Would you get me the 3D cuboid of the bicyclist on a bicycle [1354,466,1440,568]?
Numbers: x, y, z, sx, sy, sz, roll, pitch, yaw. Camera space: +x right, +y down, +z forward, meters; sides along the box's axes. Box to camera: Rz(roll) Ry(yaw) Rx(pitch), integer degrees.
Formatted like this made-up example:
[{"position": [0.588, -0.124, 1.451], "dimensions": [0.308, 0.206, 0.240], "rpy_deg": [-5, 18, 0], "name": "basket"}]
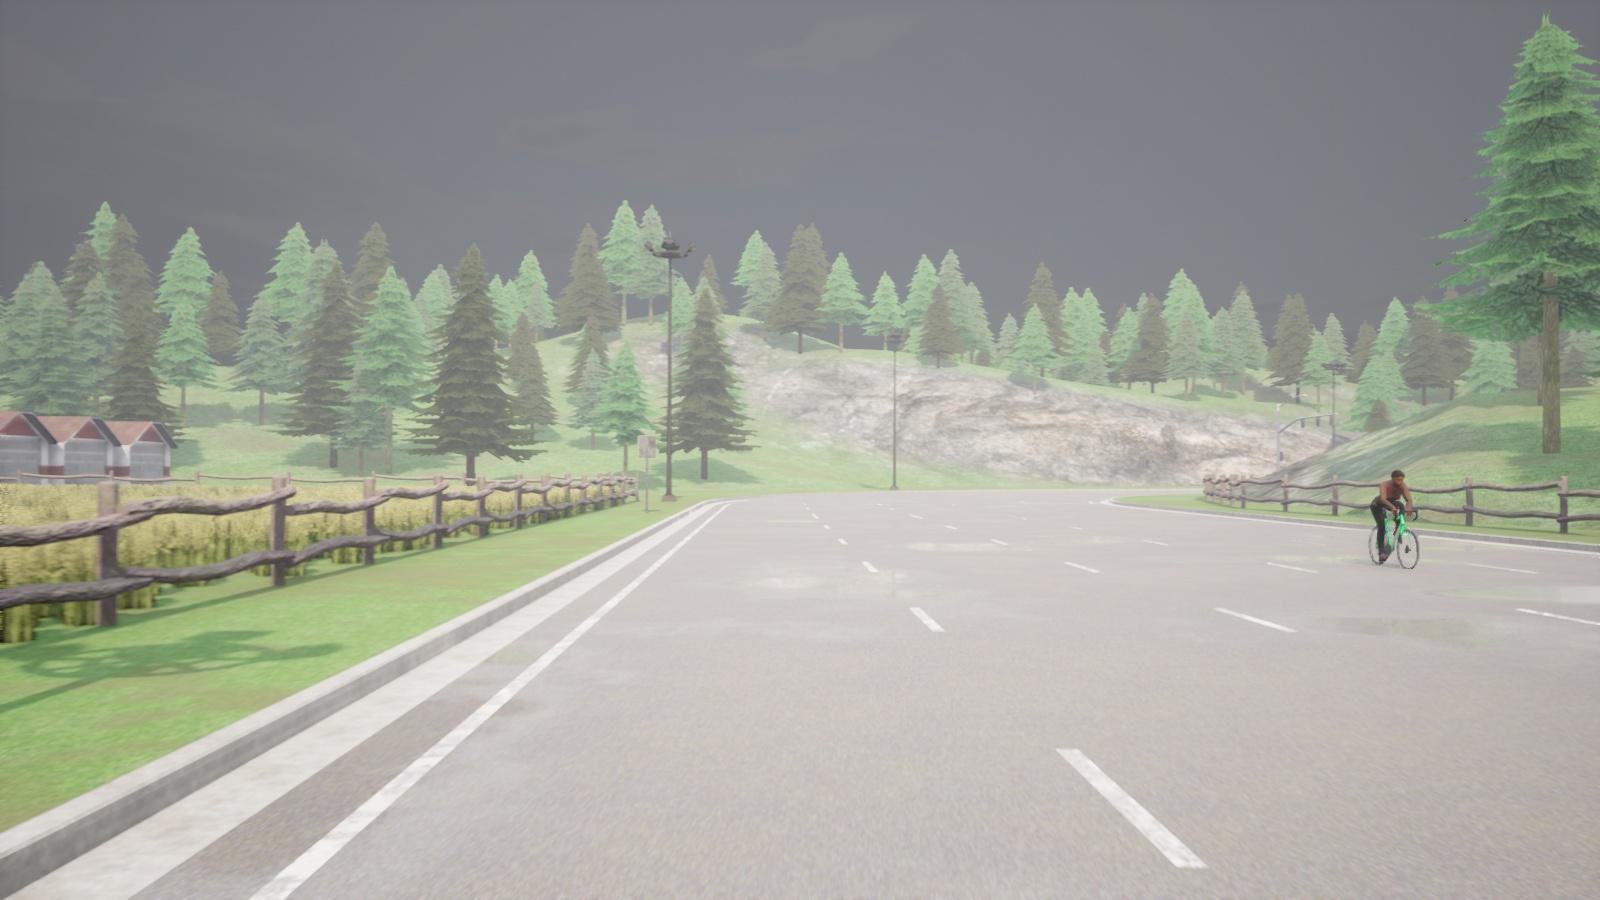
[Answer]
[{"position": [9.910, 1.081, 20.904], "dimensions": [0.582, 1.620, 1.656], "rpy_deg": [0, -1, -2], "name": "bicyclist on a bicycle"}]
